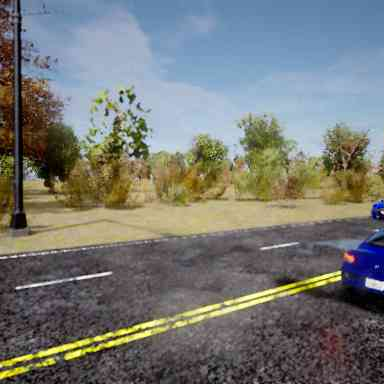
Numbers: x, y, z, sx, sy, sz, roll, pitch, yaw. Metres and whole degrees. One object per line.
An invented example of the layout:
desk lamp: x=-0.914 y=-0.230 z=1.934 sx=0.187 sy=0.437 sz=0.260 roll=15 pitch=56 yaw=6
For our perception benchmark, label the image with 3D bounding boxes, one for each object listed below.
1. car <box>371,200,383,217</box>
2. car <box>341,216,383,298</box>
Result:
car: x=13.217 y=0.897 z=20.883 sx=5.008 sy=1.535 sz=1.882 roll=-1 pitch=2 yaw=-35
car: x=4.939 y=1.348 z=6.889 sx=4.674 sy=1.442 sz=1.812 roll=-1 pitch=2 yaw=-35
